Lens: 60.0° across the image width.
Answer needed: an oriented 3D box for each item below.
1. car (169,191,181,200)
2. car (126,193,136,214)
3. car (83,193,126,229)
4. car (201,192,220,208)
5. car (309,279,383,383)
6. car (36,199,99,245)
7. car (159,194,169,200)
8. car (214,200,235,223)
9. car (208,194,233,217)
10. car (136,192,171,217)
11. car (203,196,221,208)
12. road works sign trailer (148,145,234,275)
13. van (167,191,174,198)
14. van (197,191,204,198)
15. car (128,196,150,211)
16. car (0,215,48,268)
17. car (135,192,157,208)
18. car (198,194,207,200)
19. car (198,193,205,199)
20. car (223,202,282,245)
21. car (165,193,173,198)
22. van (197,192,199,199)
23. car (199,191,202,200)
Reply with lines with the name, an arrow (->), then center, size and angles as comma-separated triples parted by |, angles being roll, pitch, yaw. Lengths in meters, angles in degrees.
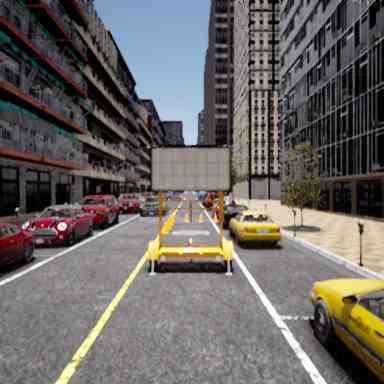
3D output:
car -> -3.284, 0.855, 68.799 | 2.097, 1.767, 4.553 | 0, 0, 0
car -> -5.813, 1.055, 31.528 | 2.192, 1.841, 5.009 | 0, 0, 0
car -> -5.766, 1.144, 20.203 | 2.192, 1.841, 5.009 | 0, 0, 0
car -> 2.543, 1.013, 37.227 | 2.192, 1.841, 5.009 | 0, 0, 0
car -> 2.683, 1.494, 3.421 | 1.752, 1.417, 4.829 | 0, 0, 0
car -> -5.743, 1.314, 14.540 | 1.967, 1.590, 4.097 | 0, 0, 0
car -> -5.980, 1.058, 71.172 | 1.947, 1.339, 4.313 | 0, 0, 0
car -> 2.612, 1.395, 20.240 | 1.947, 1.339, 4.313 | 0, 0, 0
car -> 2.589, 1.224, 25.901 | 1.967, 1.590, 4.097 | 0, 0, 0
car -> -3.215, 1.115, 28.540 | 2.097, 1.767, 4.553 | 0, 0, 0
car -> 2.518, 1.209, 42.892 | 2.008, 1.369, 4.403 | 0, 0, 0
road works sign trailer -> -0.034, 0.375, 10.089 | 2.380, 3.560, 2.880 | 0, 0, 0
van -> -6.074, 0.723, 93.825 | 1.690, 1.788, 3.998 | 0, 0, 0
van -> 2.329, 0.747, 88.195 | 1.690, 1.788, 3.998 | 0, 0, 0
car -> -5.838, 1.225, 37.024 | 1.752, 1.417, 4.829 | 0, 0, 0
car -> -5.720, 1.503, 8.879 | 1.802, 1.307, 4.206 | 0, 1, 0
car -> -5.861, 0.974, 42.856 | 2.192, 1.841, 5.009 | 0, 0, 0
car -> 2.376, 1.044, 76.871 | 1.802, 1.307, 4.206 | 0, 0, 0
car -> 2.353, 1.015, 82.533 | 1.802, 1.307, 4.206 | 0, 0, 0
car -> 2.635, 1.398, 14.746 | 1.752, 1.417, 4.829 | 0, 0, 0
car -> -6.051, 0.972, 88.161 | 1.947, 1.339, 4.313 | 0, 0, 0
van -> 2.401, 0.833, 71.206 | 1.690, 1.788, 3.998 | 0, 0, 0
car -> 2.495, 0.936, 48.552 | 2.192, 1.841, 5.009 | 0, 0, 0
